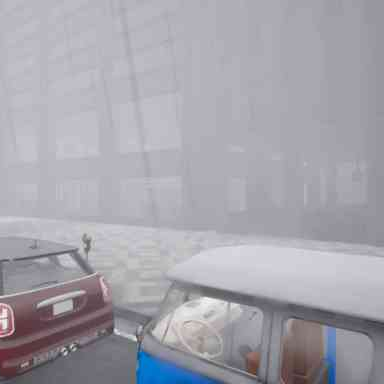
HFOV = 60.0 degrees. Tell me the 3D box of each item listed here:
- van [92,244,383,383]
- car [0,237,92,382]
[{"bbox_3d":[1.404,1.341,1.961,3.998,1.788,1.690,0,0,35],"label":"van"},{"bbox_3d":[-3.163,1.440,5.217,4.097,1.590,1.967,0,0,35],"label":"car"}]
